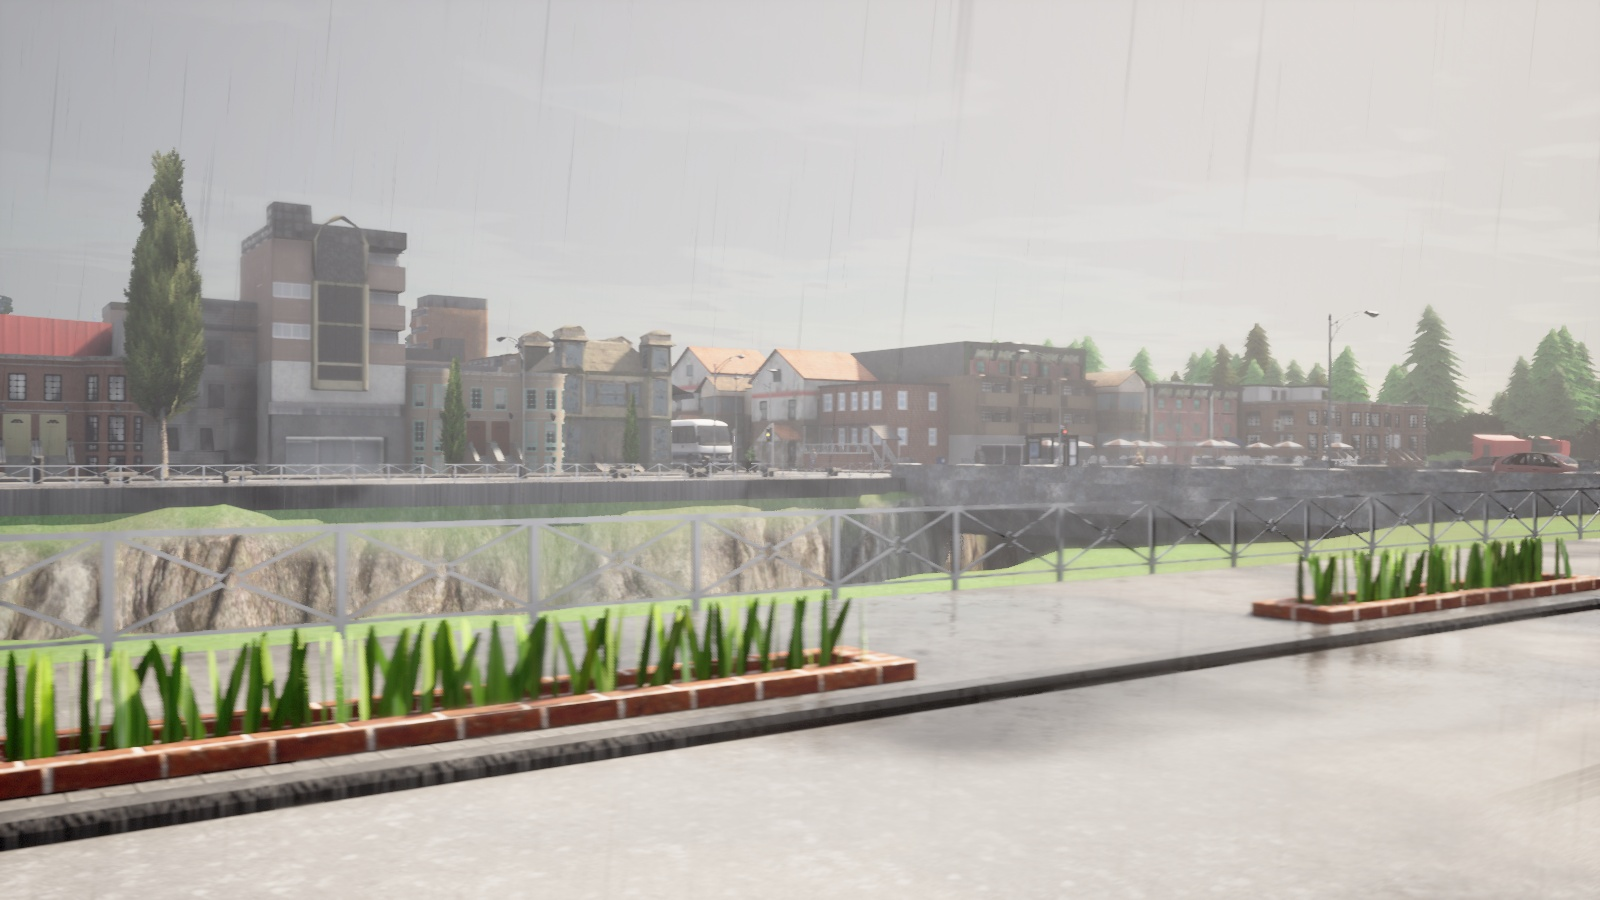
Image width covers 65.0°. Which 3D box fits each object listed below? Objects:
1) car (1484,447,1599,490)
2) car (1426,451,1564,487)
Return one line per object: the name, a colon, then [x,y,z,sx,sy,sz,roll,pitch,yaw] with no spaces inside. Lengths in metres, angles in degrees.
car: [29.216,0.701,49.040,1.851,1.617,3.988,0,0,-35]
car: [30.166,0.815,54.674,2.163,1.488,4.792,0,0,-35]
